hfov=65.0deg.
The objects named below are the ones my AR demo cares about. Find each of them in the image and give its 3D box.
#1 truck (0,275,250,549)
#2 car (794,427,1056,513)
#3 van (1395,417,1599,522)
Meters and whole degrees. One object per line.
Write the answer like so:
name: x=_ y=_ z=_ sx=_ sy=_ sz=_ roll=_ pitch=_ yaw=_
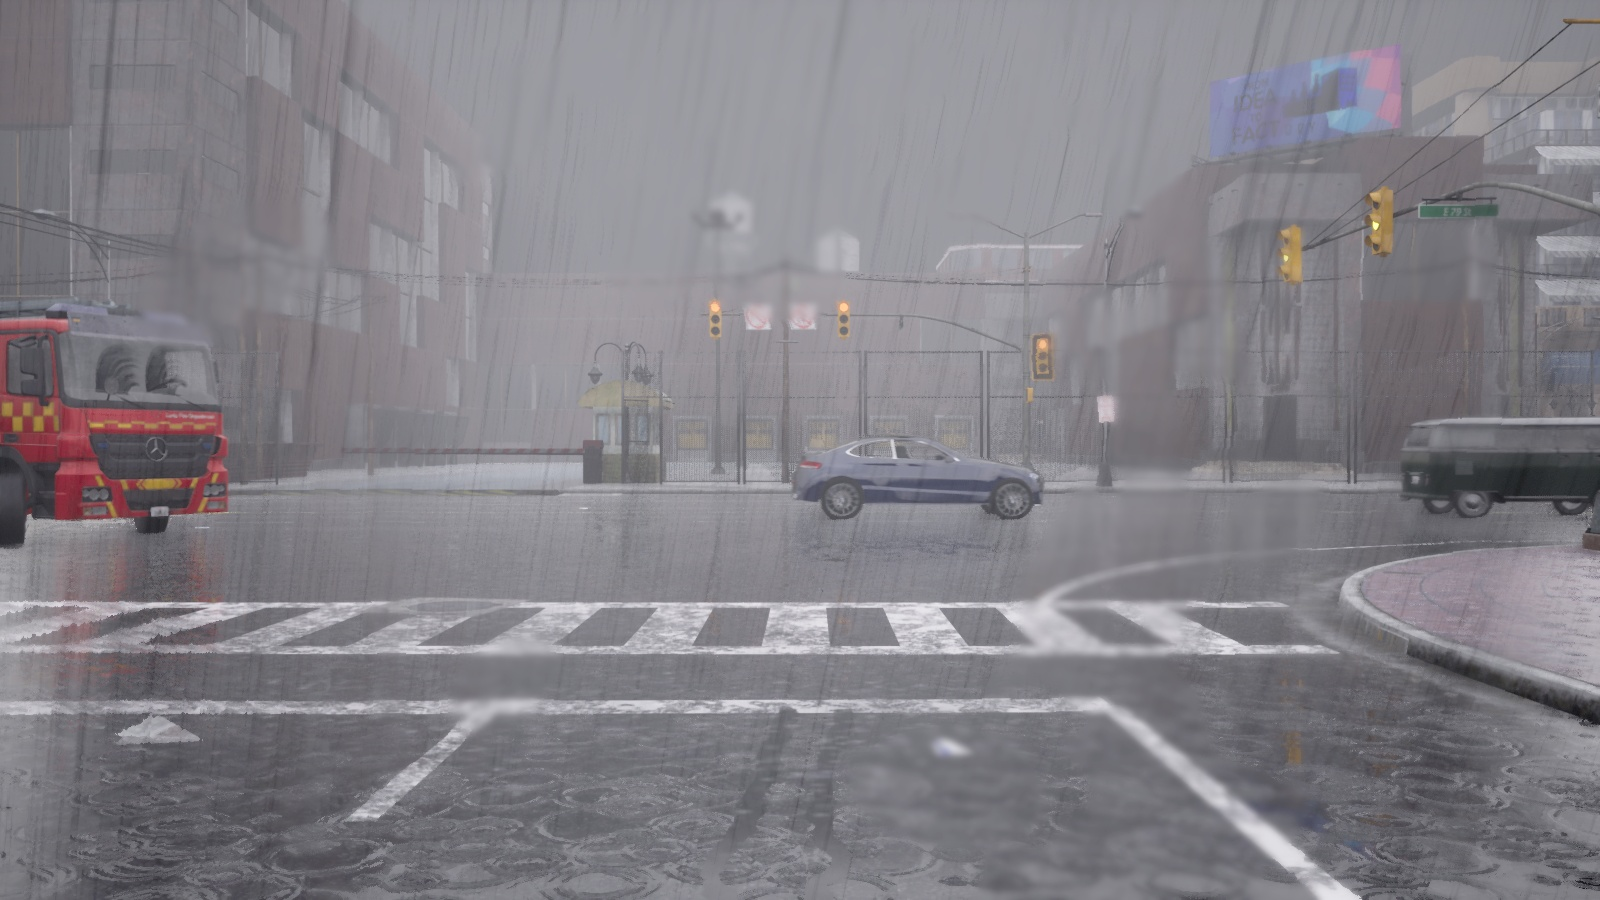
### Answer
truck: x=-13.281 y=-0.545 z=20.600 sx=8.468 sy=3.827 sz=2.891 roll=0 pitch=0 yaw=24
car: x=2.406 y=0.385 z=25.222 sx=5.027 sy=1.651 sz=2.152 roll=0 pitch=0 yaw=0
van: x=14.429 y=0.369 z=24.868 sx=4.442 sy=1.987 sz=1.775 roll=0 pitch=0 yaw=5
